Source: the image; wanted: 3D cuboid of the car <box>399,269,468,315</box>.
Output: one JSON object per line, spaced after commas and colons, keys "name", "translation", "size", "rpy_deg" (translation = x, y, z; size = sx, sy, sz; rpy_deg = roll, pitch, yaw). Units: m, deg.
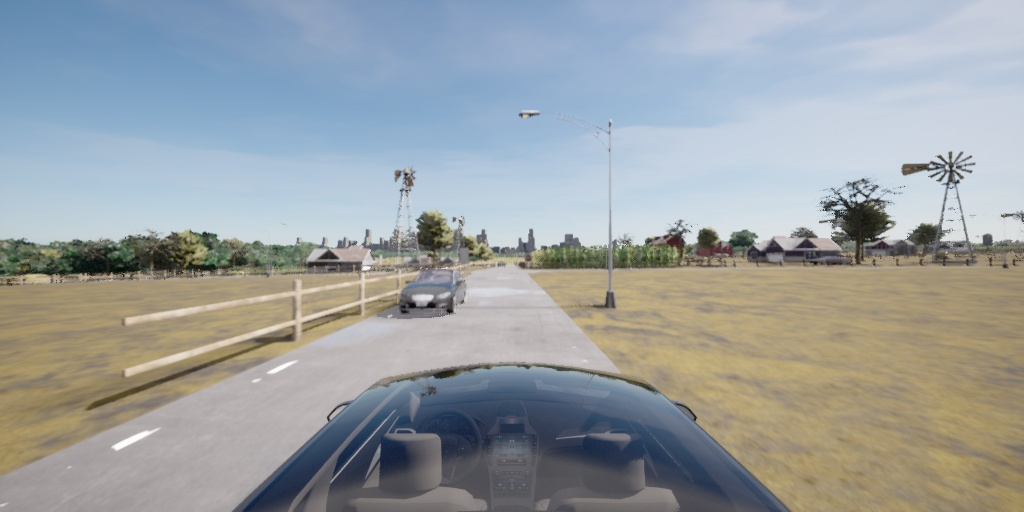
{"name": "car", "translation": [-2.851, 1.253, 13.791], "size": [2.128, 1.511, 4.902], "rpy_deg": [0, 0, 0]}
